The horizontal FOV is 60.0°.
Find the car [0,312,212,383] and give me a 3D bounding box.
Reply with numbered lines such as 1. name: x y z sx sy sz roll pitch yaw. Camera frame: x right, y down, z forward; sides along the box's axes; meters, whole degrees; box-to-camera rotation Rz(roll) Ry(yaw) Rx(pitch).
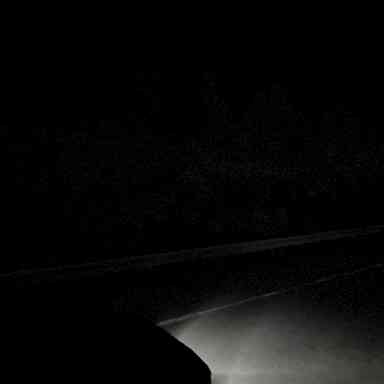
1. car: -2.360 1.552 2.064 5.357 1.411 2.033 0 0 -35
